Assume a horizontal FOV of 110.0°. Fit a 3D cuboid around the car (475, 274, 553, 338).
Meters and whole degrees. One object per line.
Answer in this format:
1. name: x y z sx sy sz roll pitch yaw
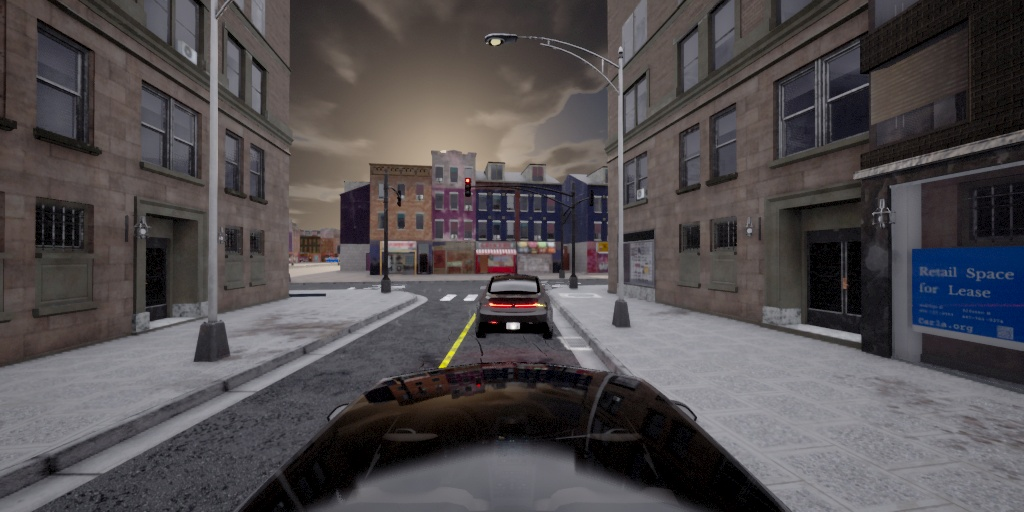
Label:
1. car: 0.096 1.256 10.129 1.837 1.490 4.892 0 0 2
